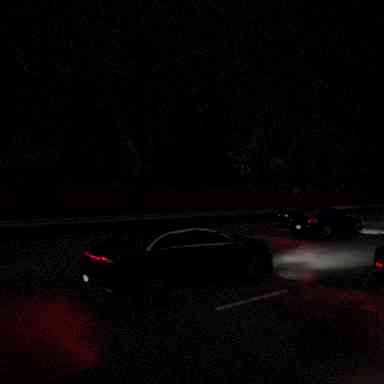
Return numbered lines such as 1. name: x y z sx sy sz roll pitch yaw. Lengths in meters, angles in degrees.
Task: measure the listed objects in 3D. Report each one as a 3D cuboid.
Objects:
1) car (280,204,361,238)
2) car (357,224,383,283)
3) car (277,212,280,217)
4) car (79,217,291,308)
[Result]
1. car: 7.055 1.526 17.512 4.674 1.442 1.812 0 0 -35
2. car: 6.291 1.526 8.308 4.674 1.442 1.812 0 0 -36
3. car: 7.945 1.547 22.480 5.357 1.411 2.033 0 0 -37
4. car: -0.139 1.490 7.973 4.902 1.511 2.128 0 0 -36
